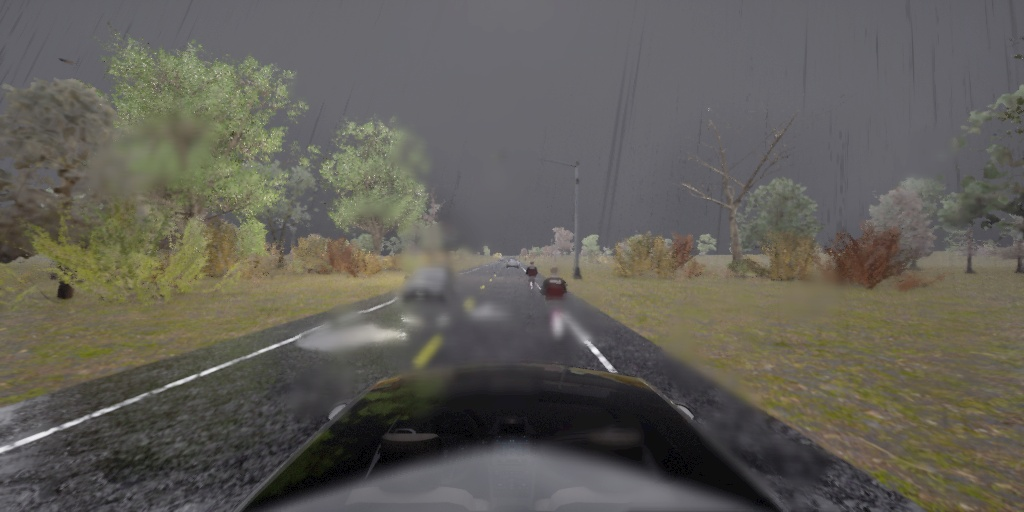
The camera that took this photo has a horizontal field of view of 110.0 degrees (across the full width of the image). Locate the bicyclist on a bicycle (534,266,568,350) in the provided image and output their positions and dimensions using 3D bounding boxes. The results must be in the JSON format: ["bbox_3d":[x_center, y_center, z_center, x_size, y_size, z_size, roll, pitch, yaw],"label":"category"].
[{"bbox_3d":[0.963,1.121,8.157,0.659,1.776,1.843,0,0,0],"label":"bicyclist on a bicycle"}]

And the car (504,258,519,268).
[{"bbox_3d":[0.098,1.302,60.043,1.994,1.385,4.181,0,0,0],"label":"car"}]

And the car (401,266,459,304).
[{"bbox_3d":[-3.599,1.254,16.500,1.837,1.490,4.892,0,0,0],"label":"car"}]

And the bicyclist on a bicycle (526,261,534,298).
[{"bbox_3d":[0.963,1.120,17.365,0.659,1.776,1.843,0,0,0],"label":"bicyclist on a bicycle"}]
